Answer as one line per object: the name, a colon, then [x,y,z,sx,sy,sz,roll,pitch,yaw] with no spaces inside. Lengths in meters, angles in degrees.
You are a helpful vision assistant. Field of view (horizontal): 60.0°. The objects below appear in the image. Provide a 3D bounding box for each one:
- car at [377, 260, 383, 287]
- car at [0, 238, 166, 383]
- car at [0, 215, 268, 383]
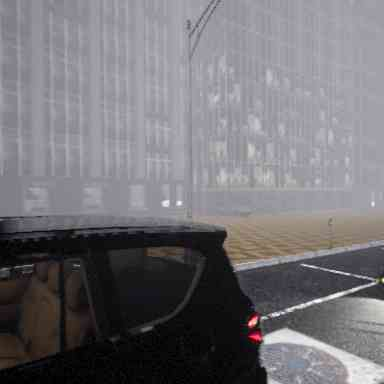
car: [6.243,1.636,7.858,4.181,1.385,1.994,0,0,-35]
car: [-2.764,1.567,4.584,4.403,1.369,2.008,0,-1,-36]
car: [-1.976,1.227,1.947,5.566,2.045,2.150,1,-1,-36]
